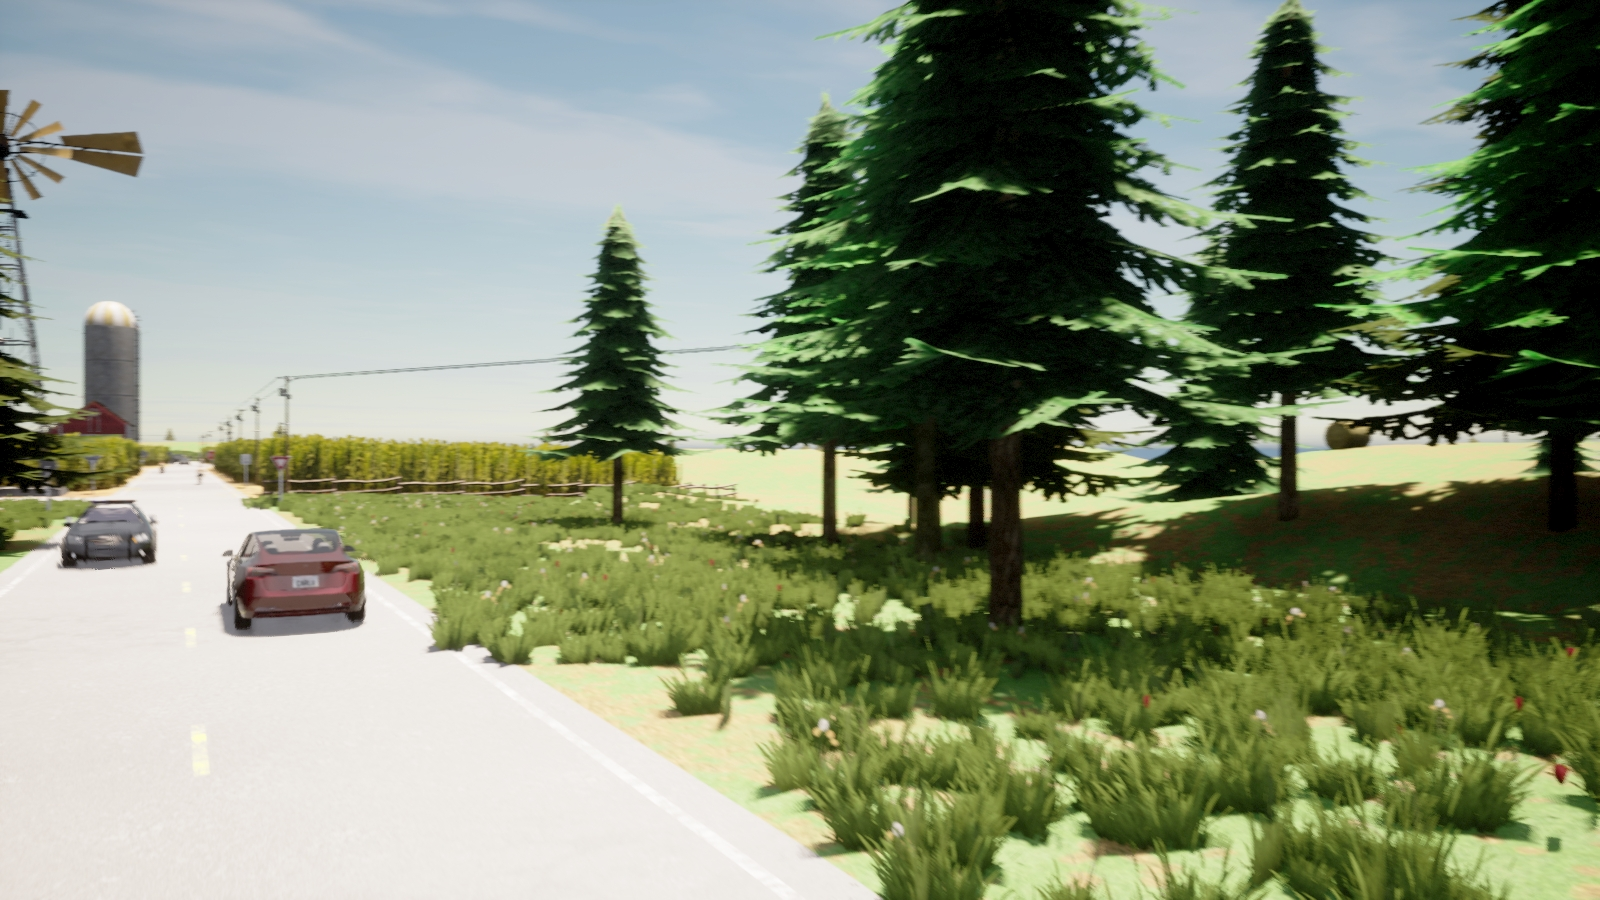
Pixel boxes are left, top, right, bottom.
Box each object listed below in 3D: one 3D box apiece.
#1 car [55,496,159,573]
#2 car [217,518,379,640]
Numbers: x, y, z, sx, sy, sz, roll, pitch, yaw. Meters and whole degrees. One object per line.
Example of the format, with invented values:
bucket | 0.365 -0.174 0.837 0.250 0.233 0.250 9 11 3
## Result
car | -17.498 2.061 29.050 2.038 1.542 4.974 0 0 -29
car | -8.735 2.074 19.612 2.163 1.488 4.792 0 0 -28
